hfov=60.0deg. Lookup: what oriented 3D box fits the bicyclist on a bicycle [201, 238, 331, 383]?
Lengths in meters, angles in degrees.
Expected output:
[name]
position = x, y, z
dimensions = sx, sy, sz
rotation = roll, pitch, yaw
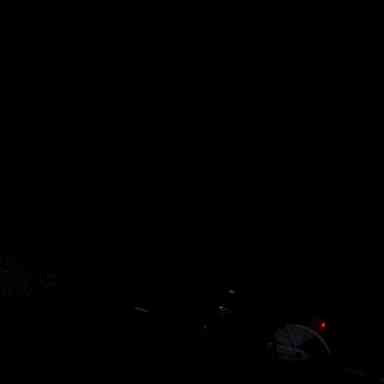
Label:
[bicyclist on a bicycle]
position = 0.853, 1.486, 4.394
dimensions = 1.843, 1.776, 0.659
rotation = 0, -2, 37
